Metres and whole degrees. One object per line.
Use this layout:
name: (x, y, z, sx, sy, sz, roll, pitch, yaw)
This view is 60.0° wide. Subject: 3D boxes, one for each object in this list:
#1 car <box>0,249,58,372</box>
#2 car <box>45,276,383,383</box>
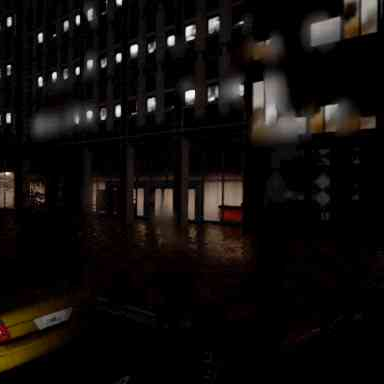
car: (-3.566, 1.507, 5.410, 4.829, 1.417, 1.752, 0, 1, 36)
car: (1.199, 1.440, 2.010, 4.097, 1.590, 1.967, 0, 1, 36)
